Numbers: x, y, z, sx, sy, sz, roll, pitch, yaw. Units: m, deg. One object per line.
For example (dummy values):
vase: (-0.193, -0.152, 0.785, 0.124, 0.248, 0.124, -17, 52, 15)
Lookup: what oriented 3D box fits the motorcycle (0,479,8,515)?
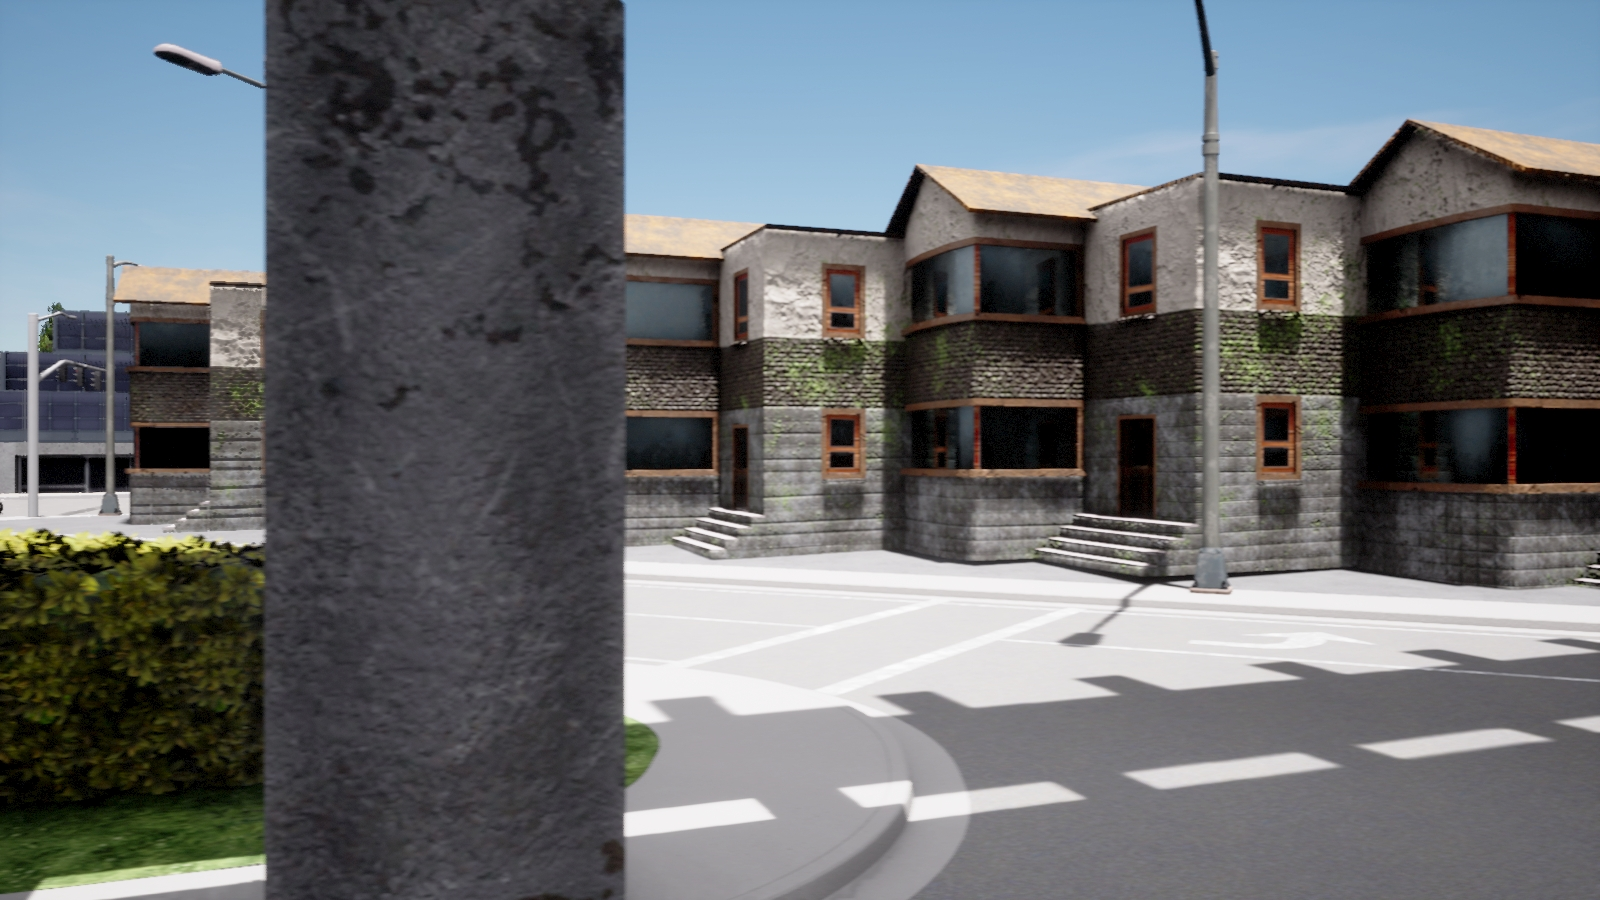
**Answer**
motorcycle: (-34.484, 1.974, 47.832, 2.033, 1.505, 0.803, -1, 0, -21)
